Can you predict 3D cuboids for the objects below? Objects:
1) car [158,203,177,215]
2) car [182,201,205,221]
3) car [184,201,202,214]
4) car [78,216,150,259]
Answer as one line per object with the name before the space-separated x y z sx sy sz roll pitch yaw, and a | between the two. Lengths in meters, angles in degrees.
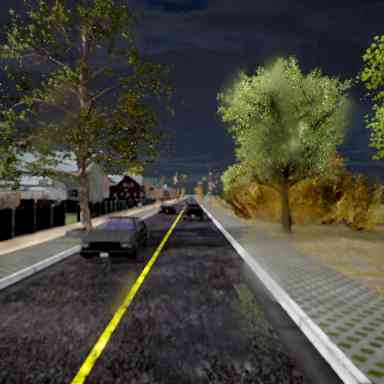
car | -2.837 1.966 39.264 1.994 1.385 4.181 0 -1 0
car | 0.102 1.824 31.191 1.837 1.490 4.892 0 -1 0
car | 0.101 1.927 42.378 2.128 1.511 4.902 0 0 0
car | -2.848 1.686 13.453 2.033 1.411 5.357 0 -1 0
